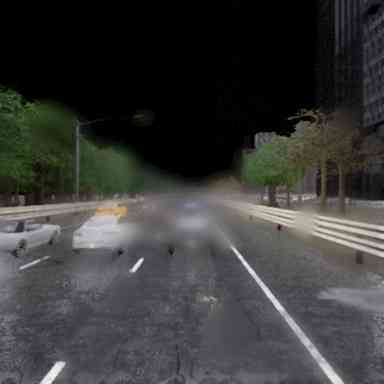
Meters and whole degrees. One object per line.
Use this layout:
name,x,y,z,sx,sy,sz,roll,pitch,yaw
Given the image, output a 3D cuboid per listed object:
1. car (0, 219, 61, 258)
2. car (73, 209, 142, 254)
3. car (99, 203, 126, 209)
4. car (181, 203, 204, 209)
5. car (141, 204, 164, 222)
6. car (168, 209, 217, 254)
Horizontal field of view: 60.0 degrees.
car,-6.980,1.725,13.253,1.895,1.301,4.718,0,-1,0
car,-3.473,1.655,13.915,1.812,1.442,4.674,0,0,1
car,-6.969,1.744,29.256,1.882,1.535,5.008,0,0,1
car,0.031,1.744,29.248,1.882,1.535,5.008,0,0,1
car,-3.471,1.789,28.916,1.812,1.442,4.674,0,0,1
car,0.027,1.656,13.918,1.812,1.442,4.674,0,0,1
